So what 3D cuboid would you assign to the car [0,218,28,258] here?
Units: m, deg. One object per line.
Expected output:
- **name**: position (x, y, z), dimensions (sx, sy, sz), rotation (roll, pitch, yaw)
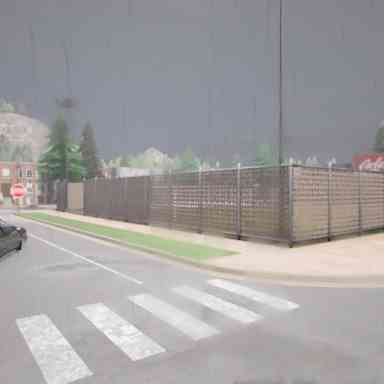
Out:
- **car**: position (-6.945, 1.537, 10.827), dimensions (2.033, 1.411, 5.357), rotation (0, 0, -13)
